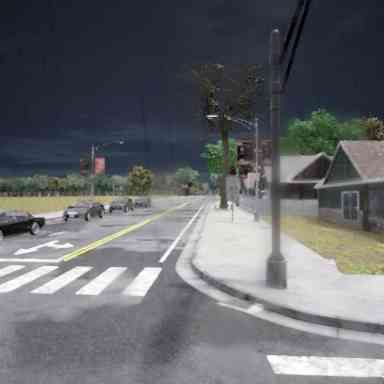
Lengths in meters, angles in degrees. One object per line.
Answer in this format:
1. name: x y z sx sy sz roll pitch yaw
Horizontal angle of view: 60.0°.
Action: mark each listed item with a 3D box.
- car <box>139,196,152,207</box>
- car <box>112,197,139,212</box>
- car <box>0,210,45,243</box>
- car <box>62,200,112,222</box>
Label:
1. car: -6.749 1.324 46.027 1.837 1.490 4.892 0 0 4
2. car: -7.488 1.354 35.792 1.837 1.490 4.892 0 0 4
3. car: -8.874 1.538 15.505 1.895 1.301 4.718 0 0 4
4. car: -8.187 1.383 25.571 2.128 1.511 4.902 0 0 4
